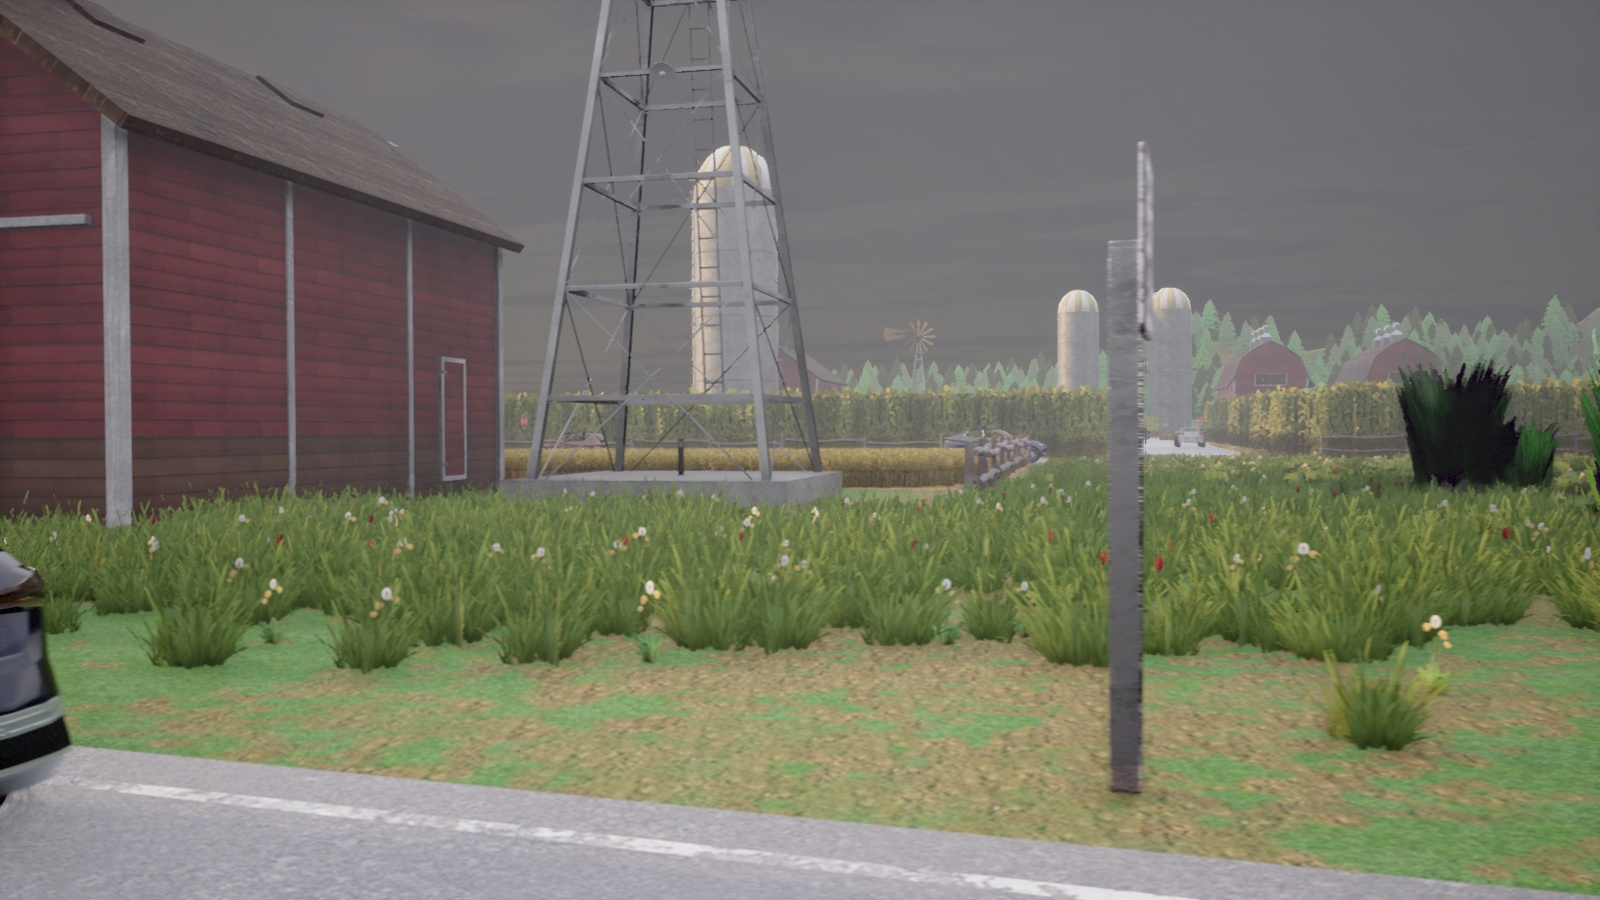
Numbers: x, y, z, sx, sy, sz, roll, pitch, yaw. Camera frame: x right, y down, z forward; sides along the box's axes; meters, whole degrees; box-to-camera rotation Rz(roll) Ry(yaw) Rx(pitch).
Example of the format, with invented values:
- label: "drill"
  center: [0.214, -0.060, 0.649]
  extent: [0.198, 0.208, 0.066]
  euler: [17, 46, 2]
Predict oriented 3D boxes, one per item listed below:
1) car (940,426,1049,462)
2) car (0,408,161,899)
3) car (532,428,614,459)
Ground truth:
- label: "car"
  center: [9.358, -0.312, 60.384]
  extent: [5.027, 1.651, 2.152]
  euler: [0, 1, 13]
- label: "car"
  center: [-5.055, 0.674, 4.576]
  extent: [4.856, 1.649, 2.033]
  euler: [0, 1, 19]
- label: "car"
  center: [-12.395, -0.374, 68.572]
  extent: [3.988, 1.617, 1.851]
  euler: [0, 1, 13]
